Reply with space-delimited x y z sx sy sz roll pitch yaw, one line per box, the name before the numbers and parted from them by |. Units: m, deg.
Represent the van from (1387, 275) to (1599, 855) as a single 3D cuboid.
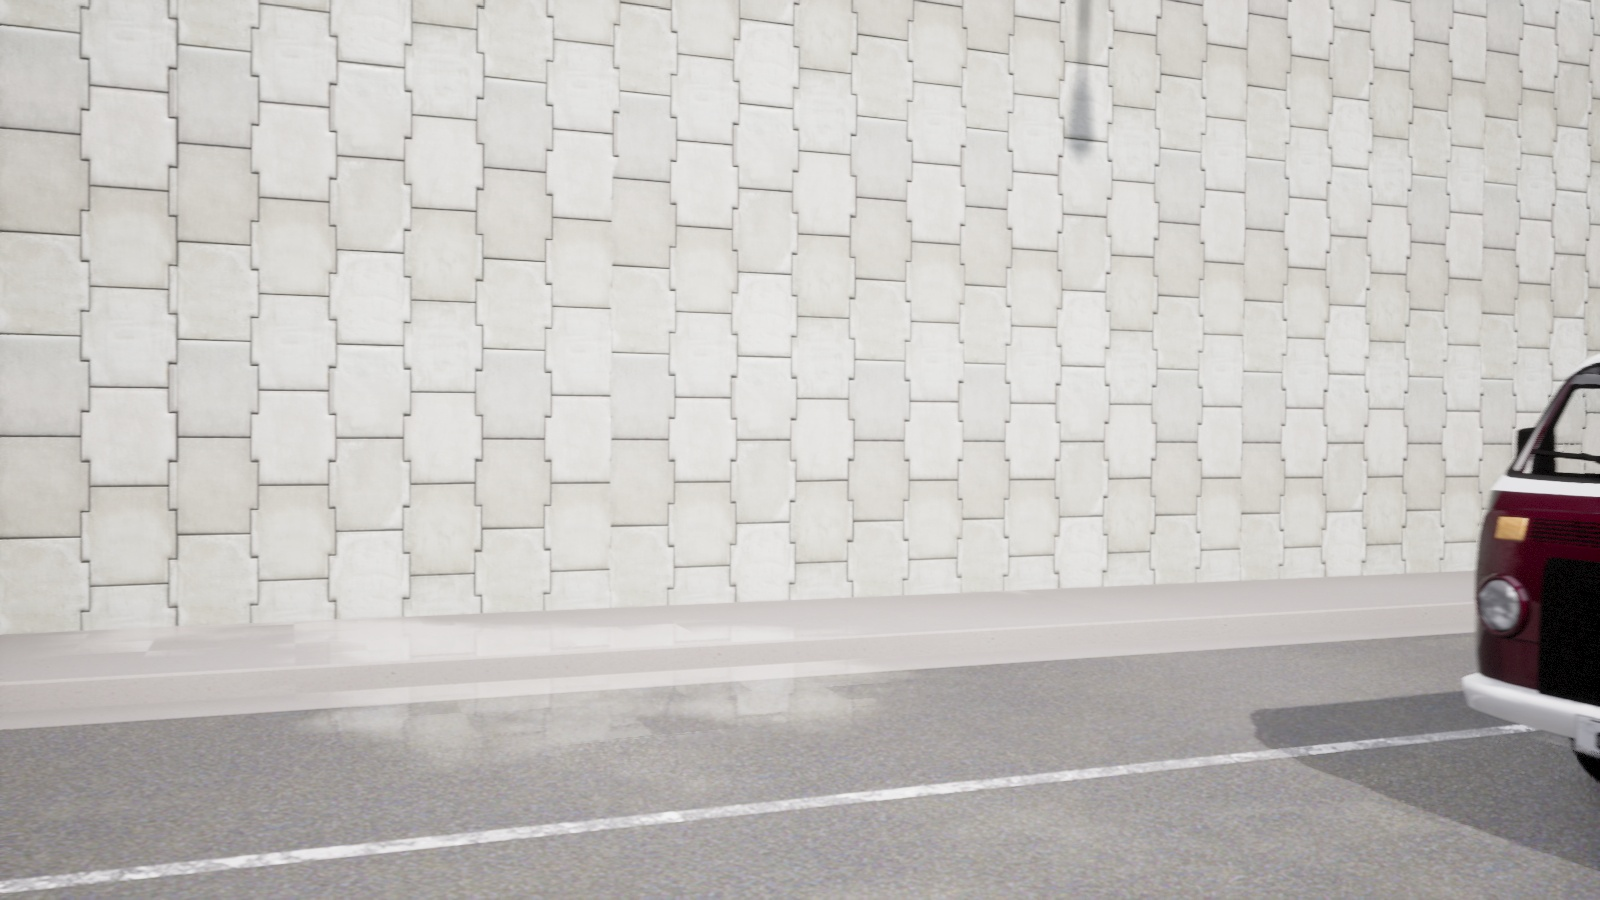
van | 4.934 0.369 5.108 4.480 2.038 2.069 -1 1 -21
